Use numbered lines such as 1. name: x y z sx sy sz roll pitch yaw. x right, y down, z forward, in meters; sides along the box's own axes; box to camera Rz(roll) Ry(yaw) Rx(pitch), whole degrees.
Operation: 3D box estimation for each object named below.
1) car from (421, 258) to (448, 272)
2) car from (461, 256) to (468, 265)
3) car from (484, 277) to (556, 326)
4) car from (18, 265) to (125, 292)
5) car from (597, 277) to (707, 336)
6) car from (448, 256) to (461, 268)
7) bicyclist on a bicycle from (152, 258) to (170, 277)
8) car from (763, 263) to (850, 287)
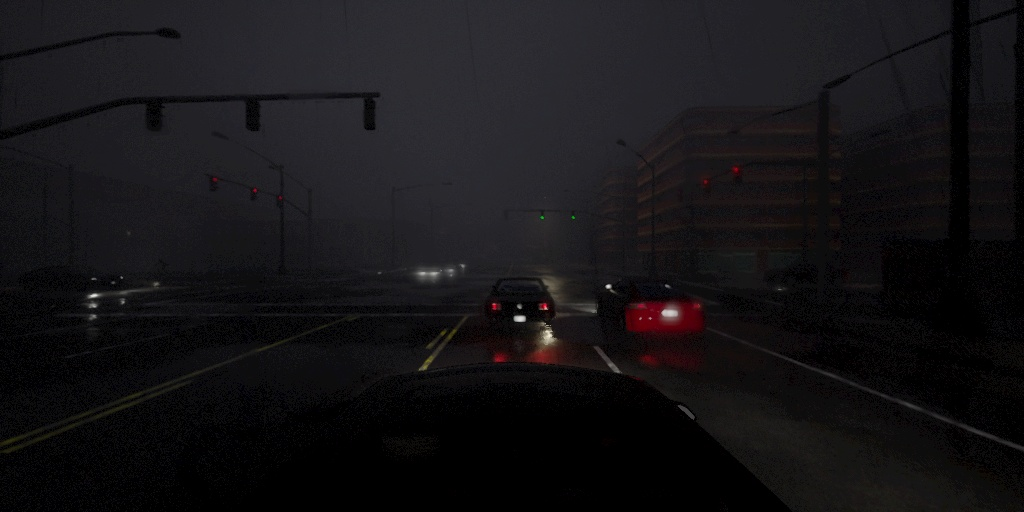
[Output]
1. car: -9.235 1.125 42.030 1.994 1.385 4.181 0 1 1
2. car: -8.800 0.712 62.428 1.837 1.490 4.892 0 1 2
3. car: 0.268 1.336 11.555 1.895 1.301 4.718 0 0 2
4. car: -24.976 1.234 20.379 4.674 1.442 1.812 0 0 0
5. car: 3.760 1.305 10.366 1.994 1.385 4.181 0 0 2
6. car: -9.043 1.003 51.974 1.895 1.301 4.718 0 1 1
7. bicyclist on a bicycle: -30.679 0.994 31.342 0.582 1.620 1.656 0 0 0
8. car: 19.721 1.221 24.161 5.008 1.535 1.882 0 0 0
